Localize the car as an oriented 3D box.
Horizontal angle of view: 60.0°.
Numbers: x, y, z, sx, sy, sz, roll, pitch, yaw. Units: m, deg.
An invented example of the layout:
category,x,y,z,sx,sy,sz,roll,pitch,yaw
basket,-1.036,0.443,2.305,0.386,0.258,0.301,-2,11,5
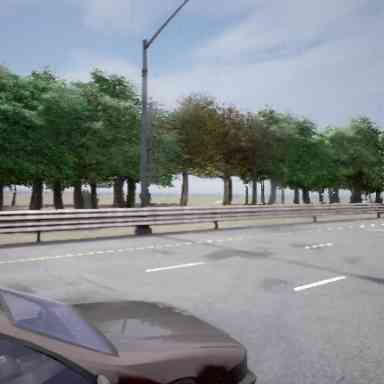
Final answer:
category,x,y,z,sx,sy,sz,roll,pitch,yaw
car,-1.979,1.529,2.460,5.357,1.411,2.033,0,0,-35
